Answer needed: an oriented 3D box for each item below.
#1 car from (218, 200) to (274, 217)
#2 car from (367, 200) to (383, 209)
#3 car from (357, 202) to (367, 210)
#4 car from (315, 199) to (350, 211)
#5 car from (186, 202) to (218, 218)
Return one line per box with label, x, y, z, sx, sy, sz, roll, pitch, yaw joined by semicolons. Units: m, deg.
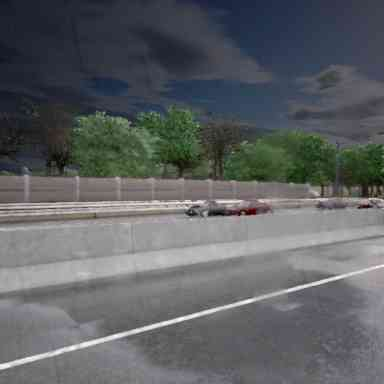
car;4.983;1.489;28.944;5.008;1.535;1.882;0;0;-35
car;21.466;1.568;36.262;4.674;1.442;1.812;0;0;-35
car;22.569;1.653;41.300;4.718;1.301;1.895;0;0;-35
car;17.980;1.592;42.344;5.357;1.411;2.033;0;0;-35
car;1.501;1.573;29.903;4.181;1.385;1.994;0;0;-38
